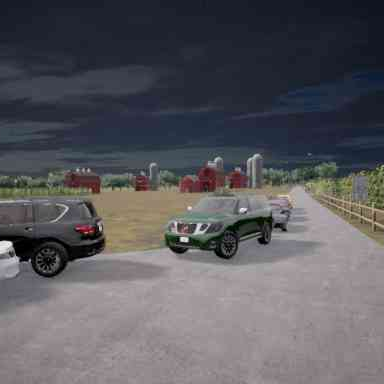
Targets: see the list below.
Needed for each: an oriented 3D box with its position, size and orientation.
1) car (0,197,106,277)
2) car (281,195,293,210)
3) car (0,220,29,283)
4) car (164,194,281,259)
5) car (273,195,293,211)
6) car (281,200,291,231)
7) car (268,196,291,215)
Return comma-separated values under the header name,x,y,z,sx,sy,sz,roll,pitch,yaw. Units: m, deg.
name,x,y,z,sx,sy,sz,roll,pitch,yaw
car,-5.364,1.225,9.595,5.566,2.045,2.150,-1,1,-4
car,6.266,1.231,24.727,1.882,1.535,5.008,0,0,18
car,-6.105,1.612,6.679,4.674,1.442,1.812,-2,2,-38
car,1.298,1.106,12.668,2.150,2.045,5.566,0,0,34
car,10.003,1.104,36.475,1.882,1.535,5.008,0,1,18
car,4.415,1.377,18.993,1.994,1.385,4.181,0,0,17
car,8.189,1.193,30.772,1.837,1.490,4.892,0,0,18
